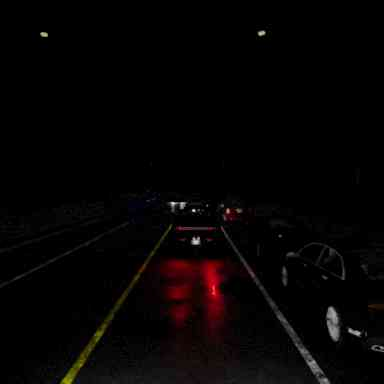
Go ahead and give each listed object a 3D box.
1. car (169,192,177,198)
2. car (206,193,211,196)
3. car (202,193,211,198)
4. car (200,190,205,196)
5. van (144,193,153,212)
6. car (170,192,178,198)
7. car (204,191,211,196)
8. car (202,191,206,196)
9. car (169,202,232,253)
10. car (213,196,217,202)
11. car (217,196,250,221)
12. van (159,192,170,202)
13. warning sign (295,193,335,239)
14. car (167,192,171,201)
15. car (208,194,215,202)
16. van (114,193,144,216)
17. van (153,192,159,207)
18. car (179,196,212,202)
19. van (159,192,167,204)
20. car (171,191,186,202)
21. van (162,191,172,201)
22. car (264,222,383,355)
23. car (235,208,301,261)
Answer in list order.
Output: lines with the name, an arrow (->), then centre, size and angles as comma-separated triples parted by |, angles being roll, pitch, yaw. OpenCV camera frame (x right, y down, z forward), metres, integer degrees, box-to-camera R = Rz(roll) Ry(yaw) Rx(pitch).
car -> -4.877, 0.847, 84.538 | 1.752, 1.417, 4.829 | 0, 0, 1
car -> 3.238, 1.191, 45.301 | 1.947, 1.339, 4.313 | 0, 0, 1
car -> 3.650, 0.872, 84.629 | 2.008, 1.369, 4.403 | 0, 0, 1
car -> 3.591, 0.678, 79.009 | 2.192, 1.841, 5.009 | 0, 0, 1
van -> -5.404, 1.056, 34.145 | 1.690, 1.788, 3.998 | 0, 0, 1
car -> -4.816, 0.830, 90.332 | 2.008, 1.369, 4.403 | 0, 0, 1
car -> 3.357, 1.060, 56.707 | 1.752, 1.417, 4.829 | 0, 0, 1
car -> 3.415, 1.058, 62.156 | 1.947, 1.339, 4.313 | 0, 0, 1
car -> 0.177, 1.379, 13.108 | 2.128, 1.511, 4.902 | 0, 0, 1
car -> 3.063, 1.285, 28.616 | 1.752, 1.417, 4.829 | 0, 0, 1
car -> 3.003, 1.247, 22.827 | 1.967, 1.590, 4.097 | 0, 0, 1
van -> -5.110, 0.833, 62.234 | 1.690, 1.788, 3.998 | 0, 0, 1
warning sign -> 5.215, 0.994, 14.212 | 1.300, 1.860, 1.060 | 0, 0, 1
car -> -5.169, 1.080, 56.618 | 1.887, 1.381, 4.507 | 0, 0, 1
car -> 3.179, 1.236, 39.683 | 1.947, 1.339, 4.313 | 0, 0, 1
van -> -5.463, 1.102, 28.528 | 1.690, 1.788, 3.998 | 0, 0, 1
van -> -5.345, 1.011, 39.764 | 1.690, 1.788, 3.998 | 0, 0, 1
car -> 0.292, 1.329, 26.052 | 2.033, 1.411, 5.357 | 0, 0, 1
van -> -5.228, 0.921, 50.999 | 1.690, 1.788, 3.998 | 0, 0, 1
car -> -2.457, 1.053, 57.624 | 1.812, 1.442, 4.674 | 0, 0, 1
van -> -5.051, 0.789, 67.853 | 1.690, 1.788, 3.998 | 0, 0, 1
car -> 2.826, 1.499, 5.973 | 2.008, 1.369, 4.403 | 0, 0, 1
car -> 2.885, 1.452, 11.591 | 2.008, 1.369, 4.403 | 0, 0, 1
